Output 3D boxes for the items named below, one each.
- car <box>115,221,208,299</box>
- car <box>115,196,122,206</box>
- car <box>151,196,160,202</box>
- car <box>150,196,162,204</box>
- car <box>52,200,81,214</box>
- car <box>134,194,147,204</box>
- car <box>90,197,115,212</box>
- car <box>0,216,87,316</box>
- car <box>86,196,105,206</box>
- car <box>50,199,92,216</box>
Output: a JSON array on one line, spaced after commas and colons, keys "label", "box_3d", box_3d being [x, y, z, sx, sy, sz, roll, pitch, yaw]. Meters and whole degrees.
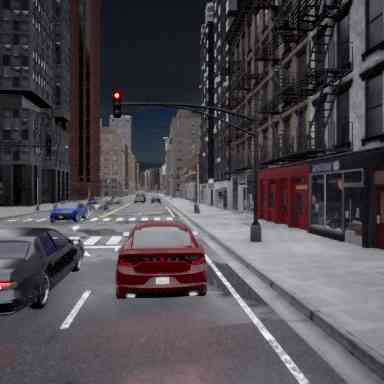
[{"label": "car", "box_3d": [-0.794, 1.477, 8.568, 1.882, 1.535, 5.008, 0, 0, -6]}, {"label": "car", "box_3d": [-12.666, 1.526, 55.198, 1.837, 1.490, 4.892, 0, 0, -6]}, {"label": "car", "box_3d": [-8.304, 1.572, 75.471, 2.033, 1.411, 5.357, 0, 0, -6]}, {"label": "car", "box_3d": [-7.052, 1.532, 65.168, 1.837, 1.490, 4.892, 0, 0, -6]}, {"label": "car", "box_3d": [-13.952, 1.613, 37.329, 1.895, 1.301, 4.718, 0, 0, -6]}, {"label": "car", "box_3d": [-10.410, 1.628, 65.946, 1.895, 1.301, 4.718, 0, 0, -6]}, {"label": "car", "box_3d": [-10.943, 1.506, 39.679, 2.128, 1.511, 4.902, 0, 0, -6]}, {"label": "car", "box_3d": [-3.901, 1.547, 7.702, 2.033, 1.411, 5.357, 0, 0, -6]}, {"label": "car", "box_3d": [-15.900, 1.514, 54.907, 2.128, 1.511, 4.902, 0, 0, -6]}, {"label": "car", "box_3d": [-9.362, 1.483, 25.542, 1.882, 1.535, 5.008, 0, 0, -6]}]
